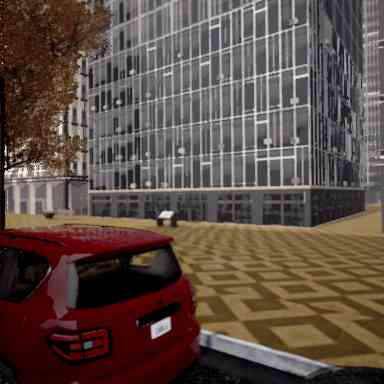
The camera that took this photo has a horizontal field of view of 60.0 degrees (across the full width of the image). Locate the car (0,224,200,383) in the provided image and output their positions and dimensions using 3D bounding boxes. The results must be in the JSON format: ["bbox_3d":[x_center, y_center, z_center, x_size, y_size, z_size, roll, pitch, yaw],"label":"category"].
[{"bbox_3d":[-2.232,1.368,4.466,5.009,1.841,2.192,-1,-1,35],"label":"car"}]

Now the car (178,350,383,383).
[{"bbox_3d":[2.269,1.551,1.260,4.313,1.339,1.947,-1,-1,35],"label":"car"}]
